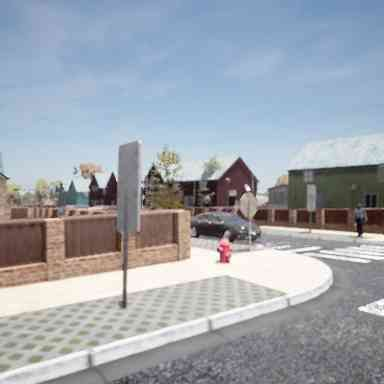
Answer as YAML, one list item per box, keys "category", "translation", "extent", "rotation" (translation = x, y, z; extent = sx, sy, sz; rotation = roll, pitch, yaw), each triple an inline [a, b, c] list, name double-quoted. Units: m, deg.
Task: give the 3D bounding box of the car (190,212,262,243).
- category: "car"
  translation: [1.649, 1.853, 18.146]
  extent: [1.837, 1.490, 4.892]
  rotation: [2, -3, -35]

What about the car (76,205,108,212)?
- category: "car"
  translation: [-9.880, 2.374, 34.132]
  extent: [1.882, 1.535, 5.008]
  rotation: [2, -3, -35]

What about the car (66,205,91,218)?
- category: "car"
  translation: [-16.493, 2.744, 48.297]
  extent: [2.097, 1.767, 4.553]
  rotation: [2, -3, -36]

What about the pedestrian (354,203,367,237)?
- category: "pedestrian"
  translation: [9.060, 1.502, 17.951]
  extent: [0.375, 1.860, 0.375]
  rotation: [0, 0, -36]

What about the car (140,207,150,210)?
- category: "car"
  translation: [-4.073, 1.972, 26.101]
  extent: [2.097, 1.767, 4.553]
  rotation: [2, -3, -36]

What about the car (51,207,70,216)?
- category: "car"
  translation: [-22.468, 3.278, 56.534]
  extent: [1.895, 1.301, 4.718]
  rotation: [2, -3, -36]

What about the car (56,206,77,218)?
- category: "car"
  translation: [-15.963, 2.693, 42.609]
  extent: [1.837, 1.490, 4.892]
  rotation: [2, -3, -35]
